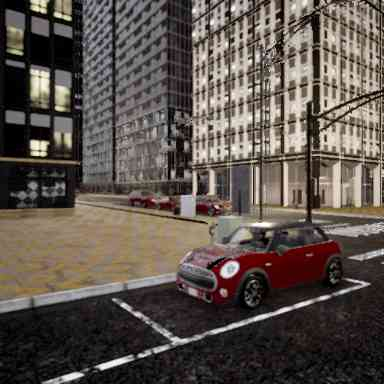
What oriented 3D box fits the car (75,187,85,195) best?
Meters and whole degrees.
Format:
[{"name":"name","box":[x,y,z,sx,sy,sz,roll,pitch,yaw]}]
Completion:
[{"name":"car","box":[-27.469,0.023,81.362,1.887,1.381,4.507,1,0,-36]}]

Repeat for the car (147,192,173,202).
[{"name":"car","box":[-4.843,0.748,49.764,1.752,1.417,4.829,1,0,-36]}]

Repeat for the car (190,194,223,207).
[{"name":"car","box":[1.747,1.022,40.557,1.802,1.307,4.206,1,0,-36]}]

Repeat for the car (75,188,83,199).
[{"name":"car","box":[-21.255,0.451,58.289,1.887,1.381,4.507,1,0,-36]}]

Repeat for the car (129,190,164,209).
[{"name":"car","box":[-5.023,0.756,35.627,2.192,1.841,5.009,1,0,-36]}]

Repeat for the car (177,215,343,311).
[{"name":"car","box":[1.643,1.449,7.732,4.097,1.590,1.967,0,0,-35]}]

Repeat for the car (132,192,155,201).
[{"name":"car","box":[-7.992,0.685,54.160,1.947,1.339,4.313,1,0,-36]}]

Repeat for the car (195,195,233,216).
[{"name":"car","box":[1.464,1.095,26.563,1.967,1.590,4.097,1,0,-36]}]

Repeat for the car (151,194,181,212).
[{"name":"car","box":[-1.786,1.130,31.096,1.802,1.307,4.206,1,0,-36]}]

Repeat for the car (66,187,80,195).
[{"name":"car","box":[-30.710,-0.313,85.895,2.192,1.841,5.009,1,0,-36]}]
